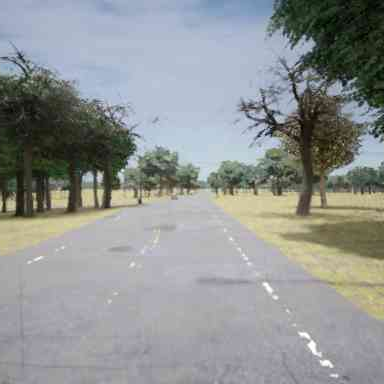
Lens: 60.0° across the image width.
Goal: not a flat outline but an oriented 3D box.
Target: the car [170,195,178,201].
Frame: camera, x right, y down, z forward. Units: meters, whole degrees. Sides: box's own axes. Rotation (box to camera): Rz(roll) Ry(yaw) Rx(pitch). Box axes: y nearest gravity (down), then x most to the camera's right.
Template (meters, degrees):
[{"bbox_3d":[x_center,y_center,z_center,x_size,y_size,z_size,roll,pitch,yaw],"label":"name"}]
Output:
[{"bbox_3d":[-4.880,1.649,91.694,1.837,1.490,4.892,0,0,2],"label":"car"}]
